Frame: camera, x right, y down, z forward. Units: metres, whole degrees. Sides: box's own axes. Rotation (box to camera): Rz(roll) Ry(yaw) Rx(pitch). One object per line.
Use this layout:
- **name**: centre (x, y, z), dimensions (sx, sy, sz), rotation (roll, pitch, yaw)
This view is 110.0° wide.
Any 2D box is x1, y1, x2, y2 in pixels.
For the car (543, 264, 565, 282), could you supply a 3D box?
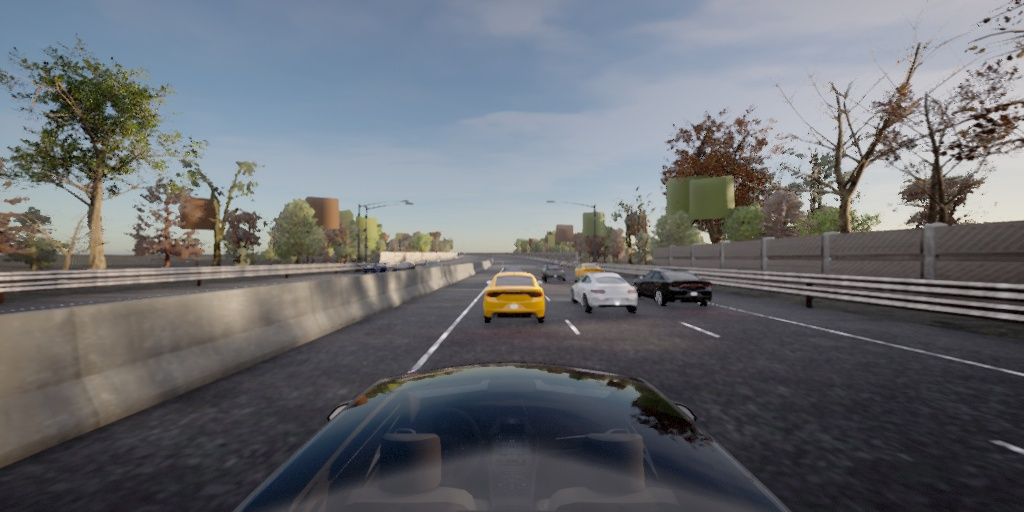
- **car**: centre (3.622, 1.478, 32.209), dimensions (2.128, 1.511, 4.902), rotation (0, 0, 0)

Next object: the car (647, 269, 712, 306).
- **car**: centre (7.100, 1.343, 16.441), dimensions (1.882, 1.535, 5.008), rotation (0, 0, 0)

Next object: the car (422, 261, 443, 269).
- **car**: centre (-10.541, 1.456, 47.737), dimensions (2.097, 1.767, 4.553), rotation (0, 0, 0)

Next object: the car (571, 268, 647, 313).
- **car**: centre (3.592, 1.376, 14.490), dimensions (1.812, 1.442, 4.674), rotation (0, 0, 0)

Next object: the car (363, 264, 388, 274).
- **car**: centre (-17.542, 1.696, 46.547), dimensions (1.895, 1.301, 4.718), rotation (0, 0, 0)

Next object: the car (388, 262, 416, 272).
- **car**: centre (-14.042, 1.576, 46.893), dimensions (1.882, 1.535, 5.008), rotation (0, 0, 0)

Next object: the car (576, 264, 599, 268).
- **car**: centre (7.128, 1.476, 33.780), dimensions (1.882, 1.535, 5.008), rotation (0, 0, 0)

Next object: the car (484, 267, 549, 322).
- **car**: centre (0.081, 1.314, 12.807), dimensions (1.882, 1.535, 5.008), rotation (0, 0, 0)
